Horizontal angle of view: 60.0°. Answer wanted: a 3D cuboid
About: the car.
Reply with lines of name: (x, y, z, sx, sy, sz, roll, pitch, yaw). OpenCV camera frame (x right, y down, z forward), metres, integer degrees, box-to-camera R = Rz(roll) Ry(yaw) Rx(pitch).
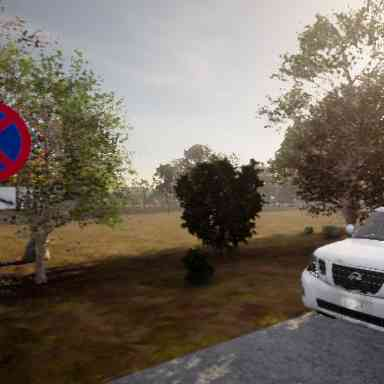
car: (4.498, 1.238, 6.298, 5.566, 2.045, 2.150, 0, 0, -36)
